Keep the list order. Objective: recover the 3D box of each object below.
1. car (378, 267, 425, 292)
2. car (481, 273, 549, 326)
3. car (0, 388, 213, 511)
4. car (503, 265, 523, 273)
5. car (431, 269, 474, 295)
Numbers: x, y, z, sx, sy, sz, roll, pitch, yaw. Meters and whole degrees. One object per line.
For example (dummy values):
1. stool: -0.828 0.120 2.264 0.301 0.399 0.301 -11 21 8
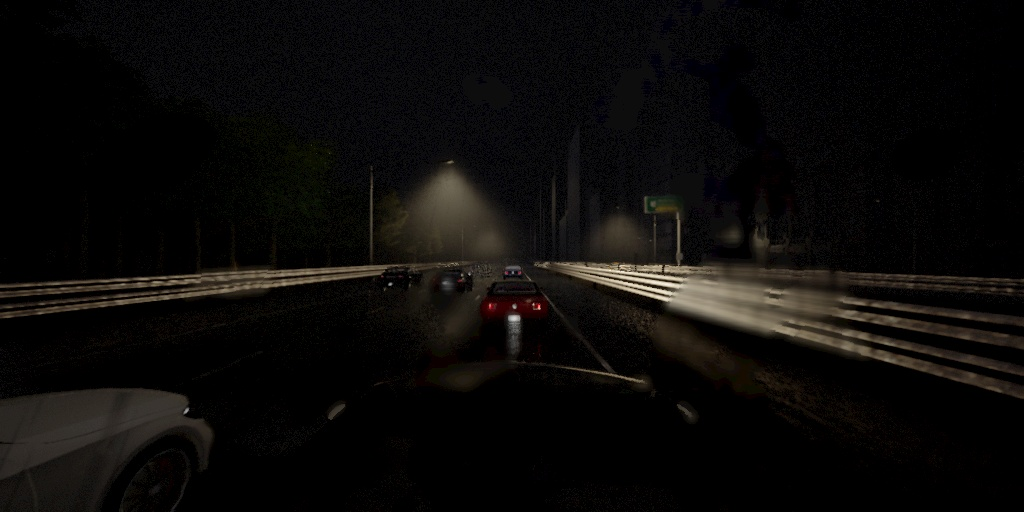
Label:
1. car: -6.910 1.412 22.802 2.128 1.511 4.902 0 0 0
2. car: 0.087 1.433 12.049 1.895 1.301 4.718 0 0 0
3. car: -3.400 1.271 1.003 1.812 1.442 4.674 0 -1 0
4. car: 0.087 1.567 34.706 2.033 1.411 5.357 0 0 0
5. car: -3.410 1.470 21.033 1.994 1.385 4.181 0 0 0
